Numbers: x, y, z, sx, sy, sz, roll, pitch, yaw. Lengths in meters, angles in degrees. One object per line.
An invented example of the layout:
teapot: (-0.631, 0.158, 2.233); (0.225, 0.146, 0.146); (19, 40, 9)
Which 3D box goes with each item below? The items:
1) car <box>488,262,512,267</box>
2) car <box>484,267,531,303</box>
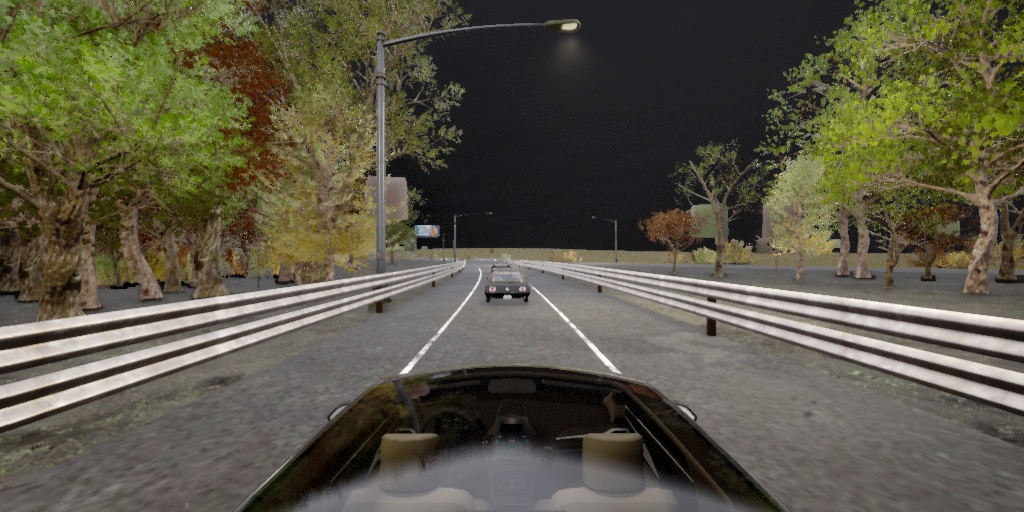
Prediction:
car: (-1.010, 1.238, 31.627); (2.128, 1.511, 4.902); (0, 0, -4)
car: (-0.254, 1.360, 16.613); (1.895, 1.301, 4.718); (0, 0, -2)
